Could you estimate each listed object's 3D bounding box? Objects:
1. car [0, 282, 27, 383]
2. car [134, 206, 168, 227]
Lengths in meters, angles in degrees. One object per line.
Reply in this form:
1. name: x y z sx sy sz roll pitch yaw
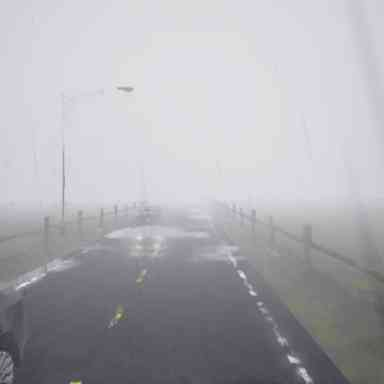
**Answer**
1. car: -2.832 1.498 1.891 2.128 1.511 4.902 0 0 0
2. car: -2.777 1.648 23.406 1.994 1.385 4.181 0 0 1
